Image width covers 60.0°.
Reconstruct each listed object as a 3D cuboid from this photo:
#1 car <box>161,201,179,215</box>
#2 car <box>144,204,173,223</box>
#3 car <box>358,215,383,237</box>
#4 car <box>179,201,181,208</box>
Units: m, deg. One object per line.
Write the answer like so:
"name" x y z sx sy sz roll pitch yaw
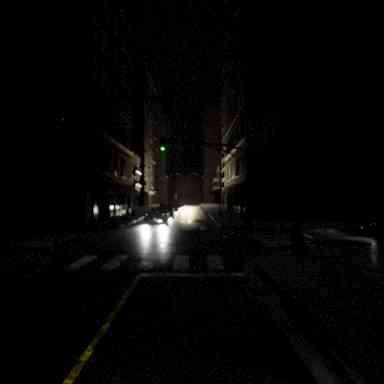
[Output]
"car" -3.061 2.024 39.408 2.128 1.511 4.902 0 -1 0
"car" -3.082 2.008 30.140 1.895 1.301 4.718 0 -1 1
"car" 12.132 1.769 19.204 4.674 1.442 1.812 0 -1 0
"car" -3.045 2.202 49.924 1.812 1.442 4.674 0 -1 0
